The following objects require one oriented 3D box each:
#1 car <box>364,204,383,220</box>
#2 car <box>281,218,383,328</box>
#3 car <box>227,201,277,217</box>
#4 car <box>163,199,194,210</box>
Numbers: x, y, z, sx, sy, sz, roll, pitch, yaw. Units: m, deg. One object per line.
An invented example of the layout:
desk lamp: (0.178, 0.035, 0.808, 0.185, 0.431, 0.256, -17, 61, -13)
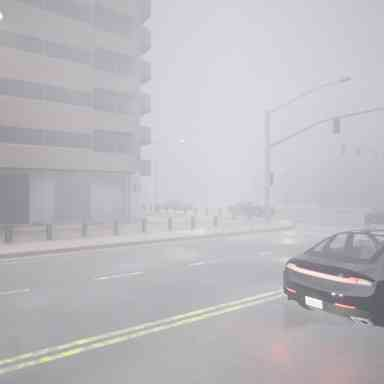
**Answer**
car: (13.241, 1.450, 21.845, 5.008, 1.535, 1.882, 0, 0, -35)
car: (3.876, 1.492, 6.511, 4.902, 1.511, 2.128, 0, 0, -35)
car: (5.494, 1.545, 30.774, 1.895, 1.301, 4.718, 0, 0, -35)
car: (-1.713, 1.545, 41.042, 1.895, 1.301, 4.718, 0, 0, -35)
